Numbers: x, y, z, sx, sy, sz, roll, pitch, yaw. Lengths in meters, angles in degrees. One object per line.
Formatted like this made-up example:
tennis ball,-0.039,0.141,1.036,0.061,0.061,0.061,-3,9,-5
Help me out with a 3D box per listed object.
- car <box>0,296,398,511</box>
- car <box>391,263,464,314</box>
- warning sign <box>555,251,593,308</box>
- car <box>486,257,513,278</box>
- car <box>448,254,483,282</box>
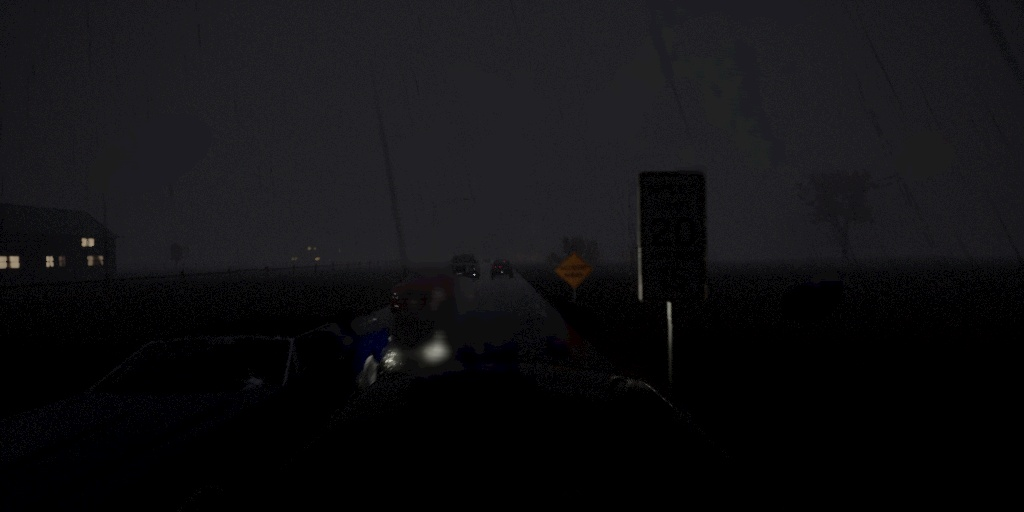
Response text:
car,-2.863,1.392,3.674,1.895,1.301,4.718,-1,0,-2
car,-3.226,1.220,14.011,1.882,1.535,5.008,-1,0,-2
warning sign,2.150,0.770,12.281,1.300,1.860,1.060,0,0,-2
car,-0.912,1.100,31.839,2.128,1.511,4.902,-1,0,-2
car,-3.730,0.894,28.495,2.150,2.045,5.566,-1,1,-2
